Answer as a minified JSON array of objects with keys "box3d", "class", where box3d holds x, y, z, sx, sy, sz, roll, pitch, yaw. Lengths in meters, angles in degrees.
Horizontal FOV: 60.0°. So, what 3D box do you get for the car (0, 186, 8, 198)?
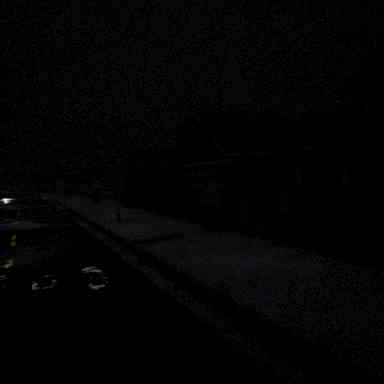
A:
[{"box3d":[-27.501,-0.016,47.263,2.097,1.767,4.553,-5,4,-34],"class":"car"}]
